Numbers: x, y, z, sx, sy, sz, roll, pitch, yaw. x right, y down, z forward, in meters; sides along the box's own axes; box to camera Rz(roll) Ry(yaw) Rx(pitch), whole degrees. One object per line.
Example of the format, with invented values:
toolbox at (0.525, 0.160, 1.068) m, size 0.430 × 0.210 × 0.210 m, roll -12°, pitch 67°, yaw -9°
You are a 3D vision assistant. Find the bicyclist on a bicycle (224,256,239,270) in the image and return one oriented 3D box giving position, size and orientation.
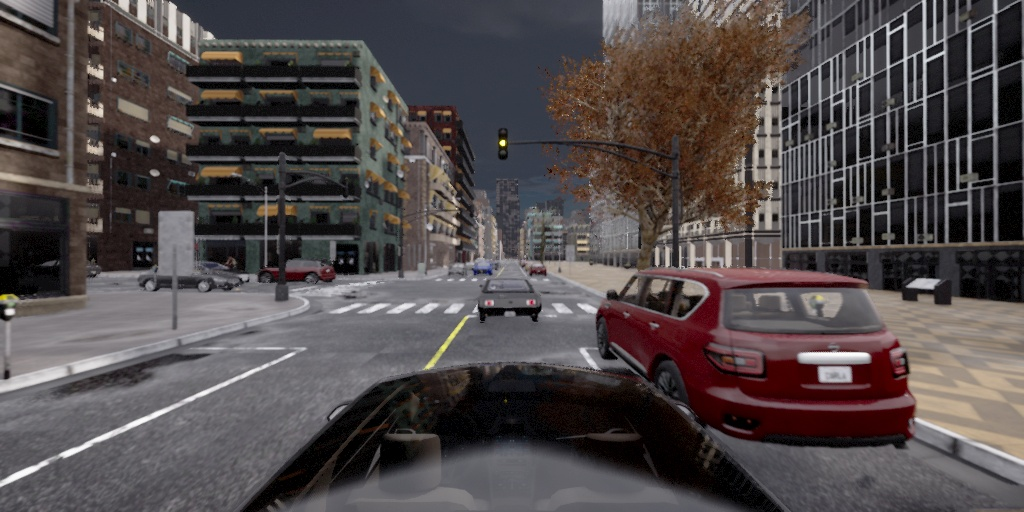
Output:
bicyclist on a bicycle at (-23.169, 0.833, 29.609) m, size 0.582 × 1.620 × 1.656 m, roll 1°, pitch 0°, yaw -1°

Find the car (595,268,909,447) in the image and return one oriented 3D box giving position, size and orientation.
car at (2.692, 1.074, 5.374) m, size 2.192 × 1.841 × 5.009 m, roll 0°, pitch 0°, yaw 0°

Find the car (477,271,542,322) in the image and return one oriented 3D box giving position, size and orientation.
car at (-0.208, 1.379, 12.497) m, size 1.895 × 1.301 × 4.718 m, roll 0°, pitch 0°, yaw -4°

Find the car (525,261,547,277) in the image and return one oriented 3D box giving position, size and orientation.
car at (2.691, 1.400, 37.761) m, size 1.888 × 1.381 × 4.507 m, roll 0°, pitch 0°, yaw 0°

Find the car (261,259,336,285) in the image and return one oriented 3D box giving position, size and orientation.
car at (-14.402, 0.982, 24.028) m, size 4.553 × 1.767 × 2.097 m, roll 1°, pitch 0°, yaw 2°

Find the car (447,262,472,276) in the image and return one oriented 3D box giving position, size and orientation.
car at (-5.690, 1.406, 37.761) m, size 2.007 × 1.370 × 4.403 m, roll 0°, pitch 0°, yaw 0°

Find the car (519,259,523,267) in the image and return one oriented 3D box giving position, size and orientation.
car at (2.690, 1.540, 65.424) m, size 1.802 × 1.307 × 4.207 m, roll 0°, pitch 0°, yaw 0°

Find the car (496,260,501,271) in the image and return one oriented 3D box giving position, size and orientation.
car at (-3.081, 1.469, 51.690) m, size 1.994 × 1.385 × 4.181 m, roll 0°, pitch 0°, yaw 0°

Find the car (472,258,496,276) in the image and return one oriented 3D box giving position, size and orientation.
car at (-3.092, 1.337, 39.050) m, size 1.882 × 1.535 × 5.008 m, roll 0°, pitch 0°, yaw 0°

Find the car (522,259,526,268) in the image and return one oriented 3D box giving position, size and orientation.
car at (2.690, 1.420, 48.997) m, size 1.751 × 1.417 × 4.829 m, roll 0°, pitch 0°, yaw 0°

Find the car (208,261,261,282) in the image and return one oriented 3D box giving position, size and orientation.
car at (-18.043, 1.062, 20.921) m, size 4.902 × 1.511 × 2.128 m, roll 1°, pitch 0°, yaw -1°

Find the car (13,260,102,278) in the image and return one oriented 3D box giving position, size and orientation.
car at (-33.188, 0.933, 26.558) m, size 4.403 × 1.370 × 2.007 m, roll 0°, pitch 0°, yaw -1°

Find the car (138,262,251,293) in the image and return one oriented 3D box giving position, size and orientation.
car at (-16.435, 1.134, 18.346) m, size 4.403 × 1.370 × 2.007 m, roll 0°, pitch 0°, yaw -1°
